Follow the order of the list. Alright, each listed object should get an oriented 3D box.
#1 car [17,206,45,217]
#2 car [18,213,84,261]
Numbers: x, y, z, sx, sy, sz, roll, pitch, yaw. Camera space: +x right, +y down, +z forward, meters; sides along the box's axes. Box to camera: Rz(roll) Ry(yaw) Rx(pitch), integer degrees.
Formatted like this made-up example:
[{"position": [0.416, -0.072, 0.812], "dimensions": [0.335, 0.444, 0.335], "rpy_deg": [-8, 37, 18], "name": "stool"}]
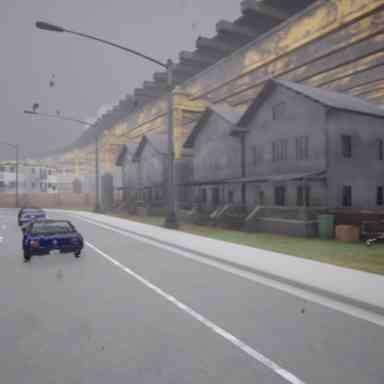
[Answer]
[{"position": [-12.314, 1.803, 25.524], "dimensions": [2.033, 1.411, 5.357], "rpy_deg": [0, 0, -28], "name": "car"}, {"position": [-5.569, 1.723, 12.959], "dimensions": [1.895, 1.301, 4.718], "rpy_deg": [0, 0, -28], "name": "car"}]
